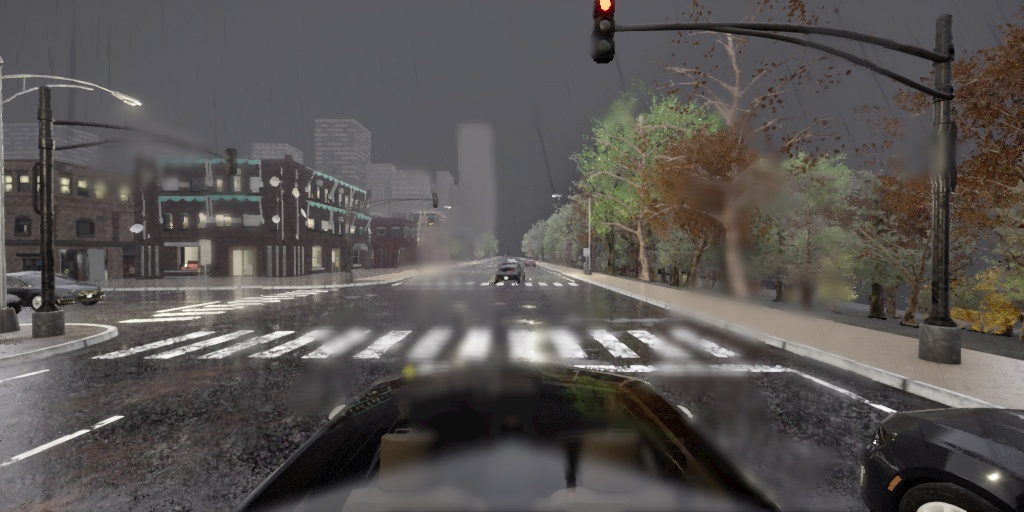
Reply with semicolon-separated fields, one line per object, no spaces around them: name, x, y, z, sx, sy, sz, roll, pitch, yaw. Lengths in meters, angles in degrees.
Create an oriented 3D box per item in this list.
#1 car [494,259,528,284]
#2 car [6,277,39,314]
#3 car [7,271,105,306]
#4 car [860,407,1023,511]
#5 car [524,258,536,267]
car;-0.124;1.247;26.938;1.837;1.490;4.892;2;0;6
car;-19.969;1.565;12.459;4.313;1.339;1.948;0;0;0
car;-20.310;1.480;15.163;4.892;1.490;1.837;-1;1;0
car;3.352;1.255;0.459;1.837;1.490;4.892;0;0;0
car;3.224;1.252;63.392;1.812;1.442;4.674;0;0;0
